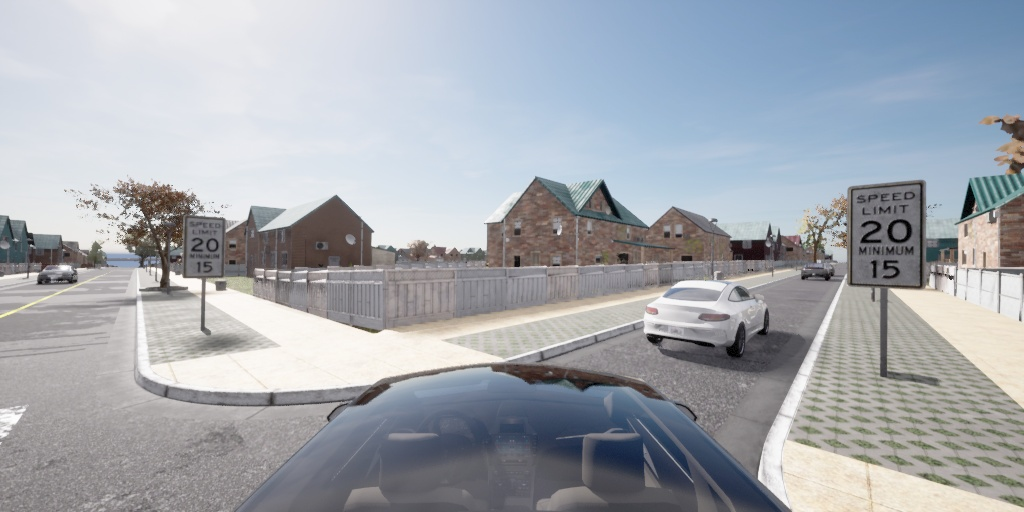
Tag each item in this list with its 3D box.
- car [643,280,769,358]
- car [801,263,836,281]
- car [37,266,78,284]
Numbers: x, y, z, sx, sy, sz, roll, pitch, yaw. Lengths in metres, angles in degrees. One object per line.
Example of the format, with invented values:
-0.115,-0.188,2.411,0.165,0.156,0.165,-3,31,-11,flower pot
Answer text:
4.776,1.292,8.632,1.812,1.442,4.674,0,0,44,car
27.213,1.370,32.061,2.128,1.511,4.902,0,0,44,car
-38.664,1.565,30.608,4.902,1.511,2.128,-1,-2,44,car
